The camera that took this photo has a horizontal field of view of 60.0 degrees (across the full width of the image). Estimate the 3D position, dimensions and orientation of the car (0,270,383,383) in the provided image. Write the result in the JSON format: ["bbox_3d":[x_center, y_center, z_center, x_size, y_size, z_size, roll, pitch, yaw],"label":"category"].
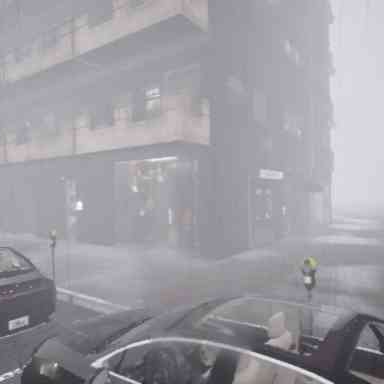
[{"bbox_3d":[0.371,1.555,2.622,4.403,1.369,2.008,0,-1,36],"label":"car"}]

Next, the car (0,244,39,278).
[{"bbox_3d":[-4.161,1.578,5.856,4.403,1.369,2.008,0,-1,36],"label":"car"}]
